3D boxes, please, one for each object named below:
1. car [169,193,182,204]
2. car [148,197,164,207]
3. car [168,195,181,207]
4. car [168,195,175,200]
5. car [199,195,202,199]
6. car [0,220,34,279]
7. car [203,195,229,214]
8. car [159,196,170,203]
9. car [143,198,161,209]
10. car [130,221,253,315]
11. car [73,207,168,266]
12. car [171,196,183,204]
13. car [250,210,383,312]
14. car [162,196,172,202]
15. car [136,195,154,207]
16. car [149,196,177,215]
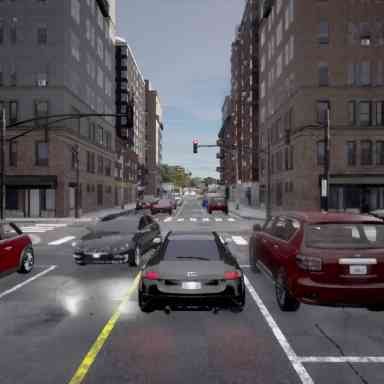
[{"bbox_3d":[-2.845,1.218,53.163,2.150,2.045,5.566,0,0,1],"label":"car"},{"bbox_3d":[-5.488,1.548,51.209,2.008,1.369,4.403,0,0,0],"label":"car"},{"bbox_3d":[-2.891,1.489,43.284,2.128,1.511,4.902,0,0,0],"label":"car"},{"bbox_3d":[-5.528,1.575,89.735,1.802,1.307,4.206,0,0,0],"label":"car"},{"bbox_3d":[2.614,1.312,51.222,2.192,1.841,5.009,0,0,0],"label":"car"},{"bbox_3d":[-5.397,1.440,7.642,1.967,1.590,4.097,0,0,0],"label":"car"},{"bbox_3d":[2.651,1.313,34.710,2.192,1.841,5.009,0,0,0],"label":"car"},{"bbox_3d":[-5.505,1.540,67.720,1.887,1.381,4.507,0,0,0],"label":"car"},{"bbox_3d":[-5.482,1.564,45.705,1.947,1.339,4.313,0,0,0],"label":"car"},{"bbox_3d":[0.014,1.564,7.677,1.994,1.385,4.181,0,0,1],"label":"car"},{"bbox_3d":[-2.347,1.504,11.555,1.837,1.490,4.892,-1,0,7],"label":"car"},{"bbox_3d":[-2.849,1.560,63.222,1.994,1.385,4.181,0,0,1],"label":"car"},{"bbox_3d":[2.628,1.315,7.654,2.192,1.841,5.009,0,0,0],"label":"car"},{"bbox_3d":[-5.511,1.540,73.223,1.887,1.381,4.507,0,0,0],"label":"car"},{"bbox_3d":[-5.476,1.313,40.201,2.192,1.841,5.009,0,0,0],"label":"car"},{"bbox_3d":[-2.894,1.476,33.729,1.882,1.535,5.008,0,0,0],"label":"car"}]
